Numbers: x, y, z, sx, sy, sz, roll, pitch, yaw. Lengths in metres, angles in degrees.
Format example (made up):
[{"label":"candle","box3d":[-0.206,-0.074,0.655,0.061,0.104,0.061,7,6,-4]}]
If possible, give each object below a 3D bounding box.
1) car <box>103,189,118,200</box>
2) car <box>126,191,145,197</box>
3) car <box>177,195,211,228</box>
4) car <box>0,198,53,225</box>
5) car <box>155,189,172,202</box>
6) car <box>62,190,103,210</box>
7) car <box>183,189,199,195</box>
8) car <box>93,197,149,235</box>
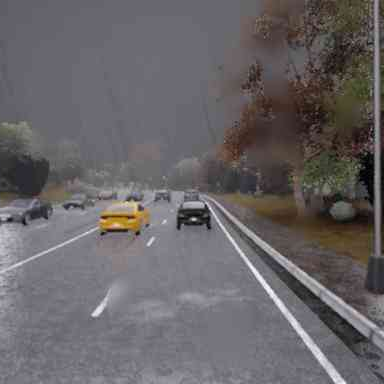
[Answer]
[{"label":"car","box3d":[-10.586,0.433,41.723,1.882,1.535,5.008,0,2,-1]},{"label":"car","box3d":[-7.091,0.526,41.812,2.033,1.411,5.357,0,2,-1]},{"label":"car","box3d":[0.099,1.203,19.927,1.882,1.535,5.008,0,2,0]},{"label":"car","box3d":[-10.554,1.176,21.144,2.128,1.511,4.902,0,2,0]},{"label":"car","box3d":[-3.579,0.436,41.458,1.837,1.490,4.892,0,3,-1]},{"label":"car","box3d":[-10.520,0.844,31.719,2.033,1.411,5.357,0,2,0]},{"label":"car","box3d":[-0.134,0.357,43.291,2.128,1.511,4.902,0,2,-2]},{"label":"car","box3d":[-3.411,1.270,17.523,1.882,1.535,5.008,0,2,0]}]
